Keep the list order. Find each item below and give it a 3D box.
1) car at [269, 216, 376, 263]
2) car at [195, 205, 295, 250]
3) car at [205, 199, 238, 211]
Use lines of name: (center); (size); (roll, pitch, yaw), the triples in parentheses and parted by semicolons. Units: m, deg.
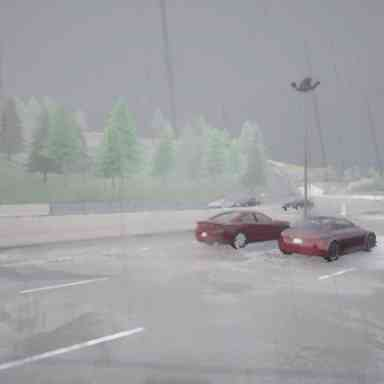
car: (5.096, 1.603, 12.373); (4.181, 1.385, 1.994); (0, 0, -39)
car: (2.418, 1.533, 14.685); (5.008, 1.535, 1.882); (0, 0, -39)
car: (4.040, 1.700, 44.475); (4.674, 1.442, 1.812); (0, -1, -45)
